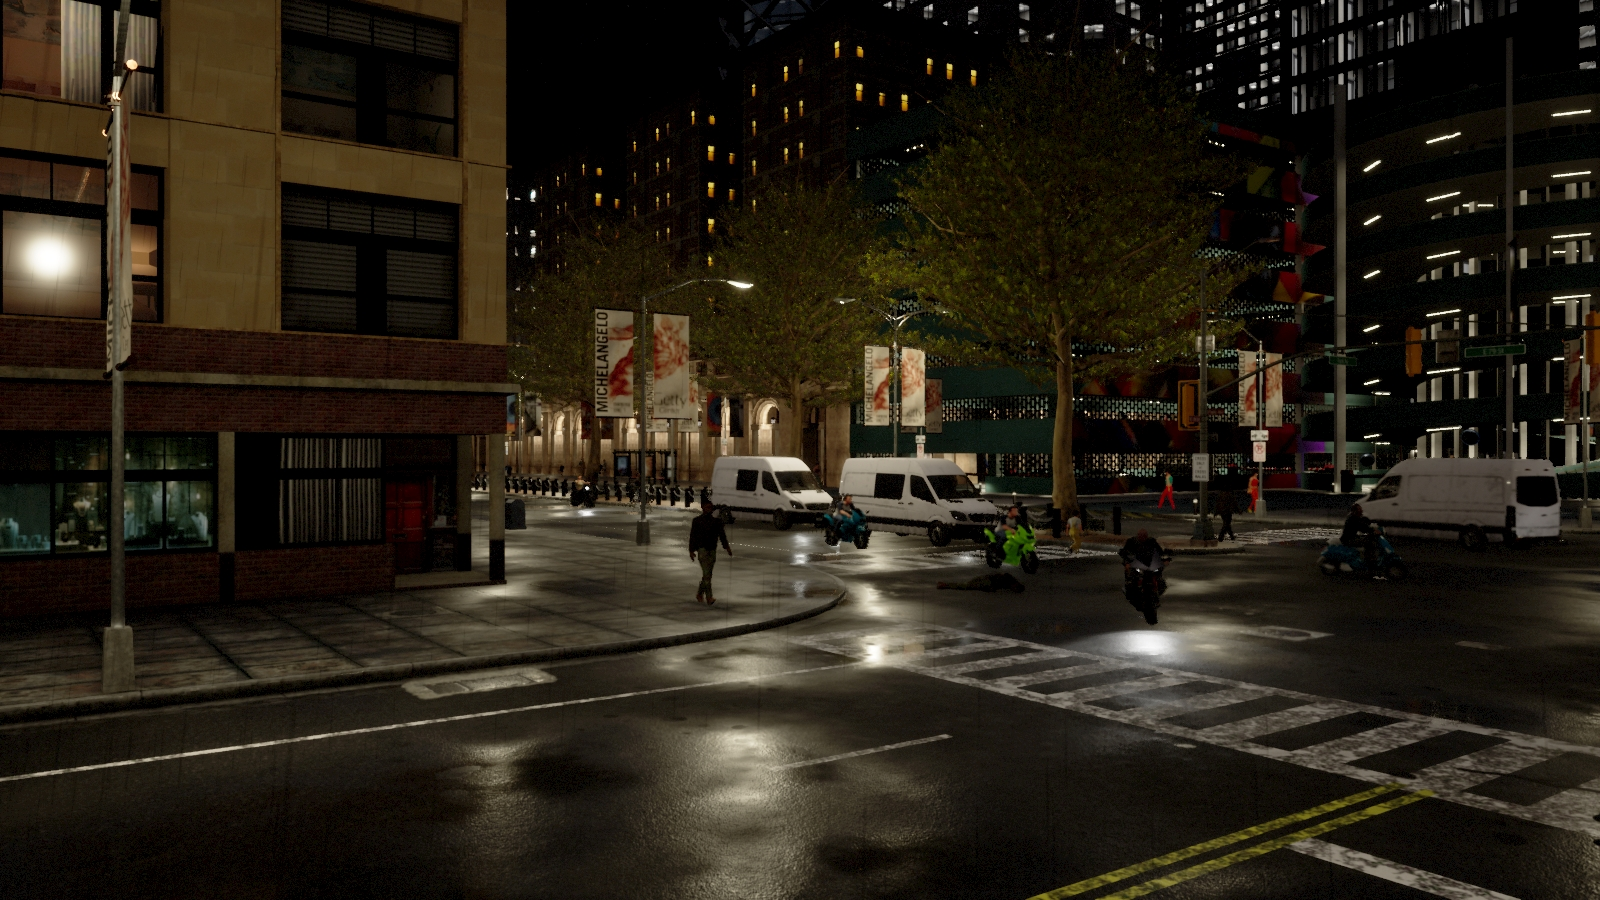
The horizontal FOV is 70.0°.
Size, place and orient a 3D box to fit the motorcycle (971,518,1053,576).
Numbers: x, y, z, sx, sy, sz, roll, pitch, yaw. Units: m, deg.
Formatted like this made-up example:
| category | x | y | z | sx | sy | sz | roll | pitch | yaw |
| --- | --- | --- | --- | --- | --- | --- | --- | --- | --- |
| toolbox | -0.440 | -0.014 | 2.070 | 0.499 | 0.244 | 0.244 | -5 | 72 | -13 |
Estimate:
| category | x | y | z | sx | sy | sz | roll | pitch | yaw |
| --- | --- | --- | --- | --- | --- | --- | --- | --- | --- |
| motorcycle | 4.862 | 2.213 | 26.307 | 0.803 | 1.145 | 2.033 | -1 | 0 | -25 |

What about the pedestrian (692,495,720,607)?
| category | x | y | z | sx | sy | sz | roll | pitch | yaw |
| --- | --- | --- | --- | --- | --- | --- | --- | --- | --- |
| pedestrian | -1.602 | 1.699 | 19.428 | 0.375 | 1.860 | 0.375 | 0 | 0 | -23 |

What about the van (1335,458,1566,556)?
| category | x | y | z | sx | sy | sz | roll | pitch | yaw |
| --- | --- | --- | --- | --- | --- | --- | --- | --- | --- |
| van | 18.683 | 1.534 | 33.233 | 1.988 | 2.561 | 5.915 | 1 | 0 | -21 |

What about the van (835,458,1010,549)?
| category | x | y | z | sx | sy | sz | roll | pitch | yaw |
| --- | --- | --- | --- | --- | --- | --- | --- | --- | --- |
| van | 3.640 | 1.535 | 35.329 | 1.988 | 2.561 | 5.915 | 0 | 0 | -35 |

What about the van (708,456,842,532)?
| category | x | y | z | sx | sy | sz | roll | pitch | yaw |
| --- | --- | --- | --- | --- | --- | --- | --- | --- | --- |
| van | -1.029 | 1.534 | 41.958 | 1.988 | 2.561 | 5.915 | 0 | 0 | -35 |

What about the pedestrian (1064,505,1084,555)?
| category | x | y | z | sx | sy | sz | roll | pitch | yaw |
| --- | --- | --- | --- | --- | --- | --- | --- | --- | --- |
| pedestrian | 7.314 | 2.129 | 30.496 | 0.375 | 1.300 | 0.375 | 0 | 0 | -40 |

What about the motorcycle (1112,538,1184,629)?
| category | x | y | z | sx | sy | sz | roll | pitch | yaw |
| --- | --- | --- | --- | --- | --- | --- | --- | --- | --- |
| motorcycle | 5.803 | 2.205 | 19.171 | 0.867 | 1.251 | 2.209 | -3 | -1 | 11 |

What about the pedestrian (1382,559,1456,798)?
| category | x | y | z | sx | sy | sz | roll | pitch | yaw |
| --- | --- | --- | --- | --- | --- | --- | --- | --- | --- |
| pedestrian | 5.062 | 1.848 | 9.351 | 0.375 | 1.860 | 0.375 | 0 | 0 | -17 |

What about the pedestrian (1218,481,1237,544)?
| category | x | y | z | sx | sy | sz | roll | pitch | yaw |
| --- | --- | --- | --- | --- | --- | --- | --- | --- | --- |
| pedestrian | 12.724 | 1.848 | 34.022 | 0.375 | 1.860 | 0.375 | 0 | 0 | -38 |
